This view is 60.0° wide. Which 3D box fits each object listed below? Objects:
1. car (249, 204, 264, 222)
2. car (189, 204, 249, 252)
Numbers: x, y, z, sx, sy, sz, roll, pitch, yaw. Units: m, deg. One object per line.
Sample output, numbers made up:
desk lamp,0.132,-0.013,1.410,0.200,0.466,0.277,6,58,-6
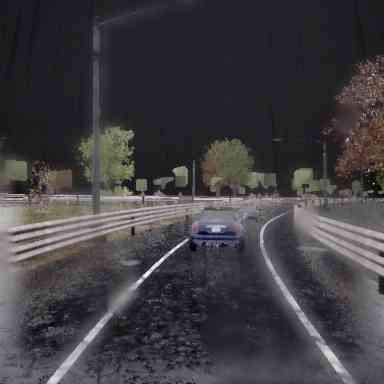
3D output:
car,4.943,1.745,28.458,1.994,1.385,4.181,0,-1,19
car,1.237,1.407,14.219,2.097,1.767,4.553,0,0,10
